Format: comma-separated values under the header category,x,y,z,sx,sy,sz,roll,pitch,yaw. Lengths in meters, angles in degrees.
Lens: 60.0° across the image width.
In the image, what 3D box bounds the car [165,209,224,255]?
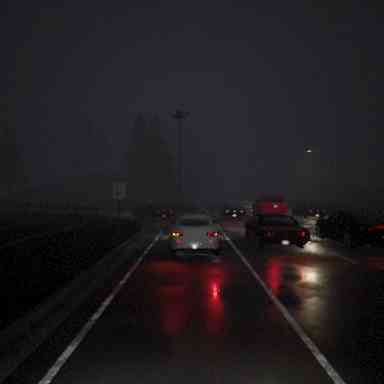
category,x,y,z,sx,sy,sz,roll,pitch,yaw
car,0.084,1.562,13.352,1.812,1.442,4.674,0,0,0

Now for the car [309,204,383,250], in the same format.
category,x,y,z,sx,sy,sz,roll,pitch,yaw
car,7.094,1.518,14.591,1.882,1.535,5.008,0,0,0

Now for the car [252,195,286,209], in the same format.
category,x,y,z,sx,sy,sz,roll,pitch,yaw
car,7.093,1.307,30.885,2.150,2.045,5.566,0,0,0

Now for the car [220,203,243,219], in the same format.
category,x,y,z,sx,sy,sz,roll,pitch,yaw
car,3.592,1.685,30.275,1.895,1.301,4.718,0,0,0

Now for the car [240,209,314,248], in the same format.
category,x,y,z,sx,sy,sz,roll,pitch,yaw
car,3.595,1.642,14.970,1.895,1.301,4.718,0,0,0

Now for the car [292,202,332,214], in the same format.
category,x,y,z,sx,sy,sz,roll,pitch,yaw
car,10.592,1.685,30.277,1.895,1.301,4.718,0,0,0

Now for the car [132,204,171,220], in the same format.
category,x,y,z,sx,sy,sz,roll,pitch,yaw
car,-3.562,1.682,29.346,1.895,1.301,4.718,0,0,-35

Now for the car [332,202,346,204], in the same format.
category,x,y,z,sx,sy,sz,roll,pitch,yaw
car,14.093,1.654,32.473,1.994,1.385,4.181,0,0,0
